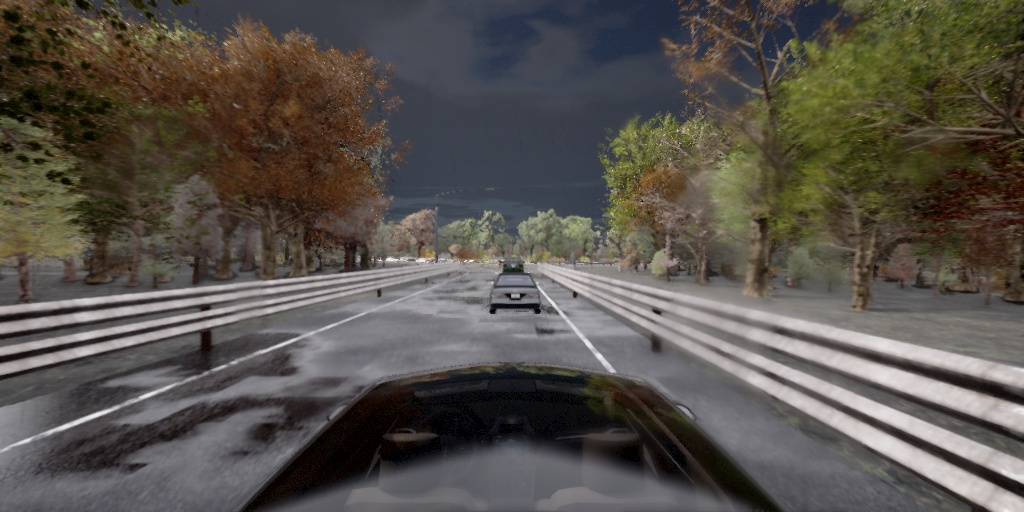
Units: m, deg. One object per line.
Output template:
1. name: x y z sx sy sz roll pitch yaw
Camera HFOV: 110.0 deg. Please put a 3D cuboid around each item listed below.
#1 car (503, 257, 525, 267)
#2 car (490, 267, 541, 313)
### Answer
1. car: 0.163 1.109 38.393 2.150 2.045 5.566 0 0 1
2. car: 0.110 1.345 14.152 2.033 1.411 5.357 0 0 0
